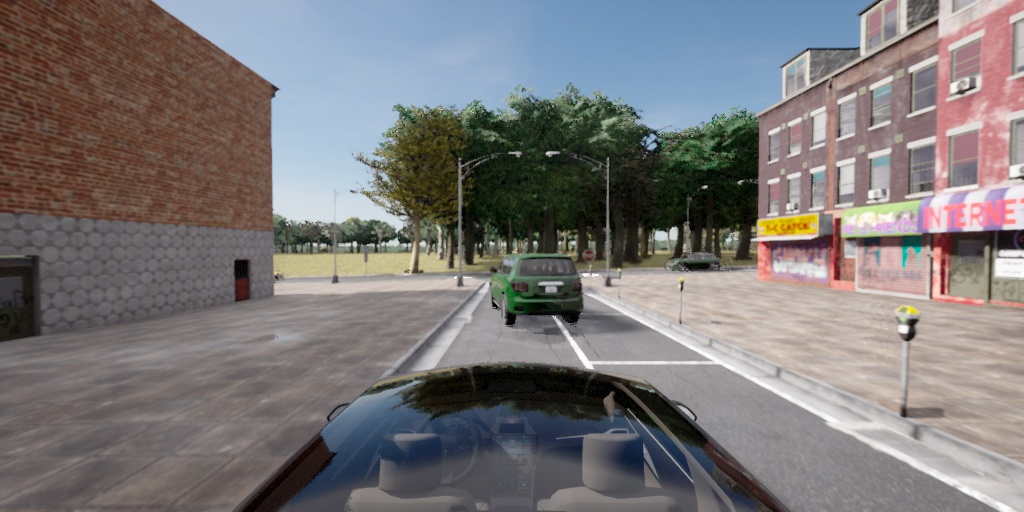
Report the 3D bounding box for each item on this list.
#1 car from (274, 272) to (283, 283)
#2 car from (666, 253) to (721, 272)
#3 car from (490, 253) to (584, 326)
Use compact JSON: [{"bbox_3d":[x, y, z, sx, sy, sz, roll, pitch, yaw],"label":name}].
[{"bbox_3d":[-22.462,1.653,30.764,5.008,1.535,1.882,-1,1,0],"label":"car"},{"bbox_3d":[16.906,0.534,33.668,4.553,1.767,2.097,-1,1,0],"label":"car"},{"bbox_3d":[0.561,0.934,11.824,2.150,2.045,5.566,0,0,-10],"label":"car"}]
